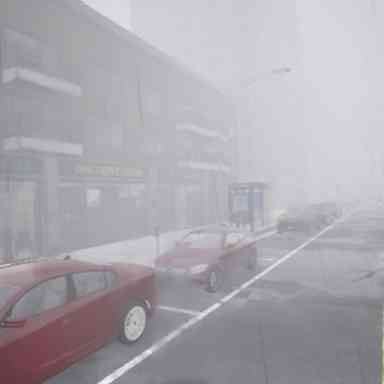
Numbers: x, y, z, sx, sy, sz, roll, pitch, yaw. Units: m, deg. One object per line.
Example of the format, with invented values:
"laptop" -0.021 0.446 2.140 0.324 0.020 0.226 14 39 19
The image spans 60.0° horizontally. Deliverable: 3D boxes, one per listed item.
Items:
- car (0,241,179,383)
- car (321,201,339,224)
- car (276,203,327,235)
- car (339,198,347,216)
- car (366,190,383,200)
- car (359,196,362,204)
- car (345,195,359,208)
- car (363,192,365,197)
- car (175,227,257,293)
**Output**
"car" -2.249 1.667 4.402 1.887 1.381 4.507 -2 -1 30
"car" 8.843 1.511 23.515 1.947 1.339 4.313 -2 -1 30
"car" 6.070 1.534 18.737 1.887 1.381 4.507 -2 -1 30
"car" 11.616 1.466 28.294 1.947 1.339 4.313 -2 -1 30
"car" 32.635 0.904 59.216 1.882 1.535 5.008 -2 -1 30
"car" 22.708 1.288 47.409 1.947 1.339 4.313 -2 -1 30
"car" 19.936 1.348 42.630 1.802 1.307 4.206 -2 -1 30
"car" 25.477 1.118 52.188 1.967 1.590 4.097 -2 -1 30
"car" 0.525 1.660 9.180 1.802 1.307 4.206 -2 -1 30
